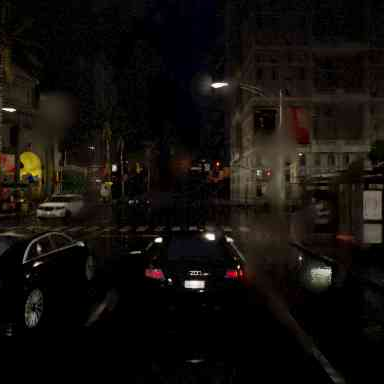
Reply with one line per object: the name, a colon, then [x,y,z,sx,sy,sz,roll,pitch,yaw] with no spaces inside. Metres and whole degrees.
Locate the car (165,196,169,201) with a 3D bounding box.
car: [-7.113,1.478,79.162,1.882,1.535,5.008,0,0,0]

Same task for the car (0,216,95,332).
car: [-3.452,1.492,6.816,2.128,1.511,4.902,0,0,0]

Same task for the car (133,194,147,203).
car: [-10.599,1.356,68.197,2.097,1.767,4.553,0,0,0]

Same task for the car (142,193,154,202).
car: [-10.611,1.225,79.971,2.150,2.045,5.566,0,0,0]

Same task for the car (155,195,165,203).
car: [-7.121,1.525,66.548,1.812,1.442,4.674,0,0,1]

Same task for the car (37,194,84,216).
car: [-10.639,1.221,27.410,2.150,2.045,5.566,0,0,0]

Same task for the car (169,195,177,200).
car: [-5.548,1.525,93.485,2.128,1.511,4.902,0,0,13]

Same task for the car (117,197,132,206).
car: [-10.667,1.547,53.603,2.033,1.411,5.357,0,0,0]

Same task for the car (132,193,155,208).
car: [-7.104,1.352,49.389,2.097,1.767,4.553,0,0,-1]

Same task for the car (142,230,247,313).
car: [0.053,1.564,7.749,1.994,1.385,4.181,0,0,0]

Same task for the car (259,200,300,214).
car: [9.169,1.564,35.184,4.181,1.385,1.994,0,0,3]
